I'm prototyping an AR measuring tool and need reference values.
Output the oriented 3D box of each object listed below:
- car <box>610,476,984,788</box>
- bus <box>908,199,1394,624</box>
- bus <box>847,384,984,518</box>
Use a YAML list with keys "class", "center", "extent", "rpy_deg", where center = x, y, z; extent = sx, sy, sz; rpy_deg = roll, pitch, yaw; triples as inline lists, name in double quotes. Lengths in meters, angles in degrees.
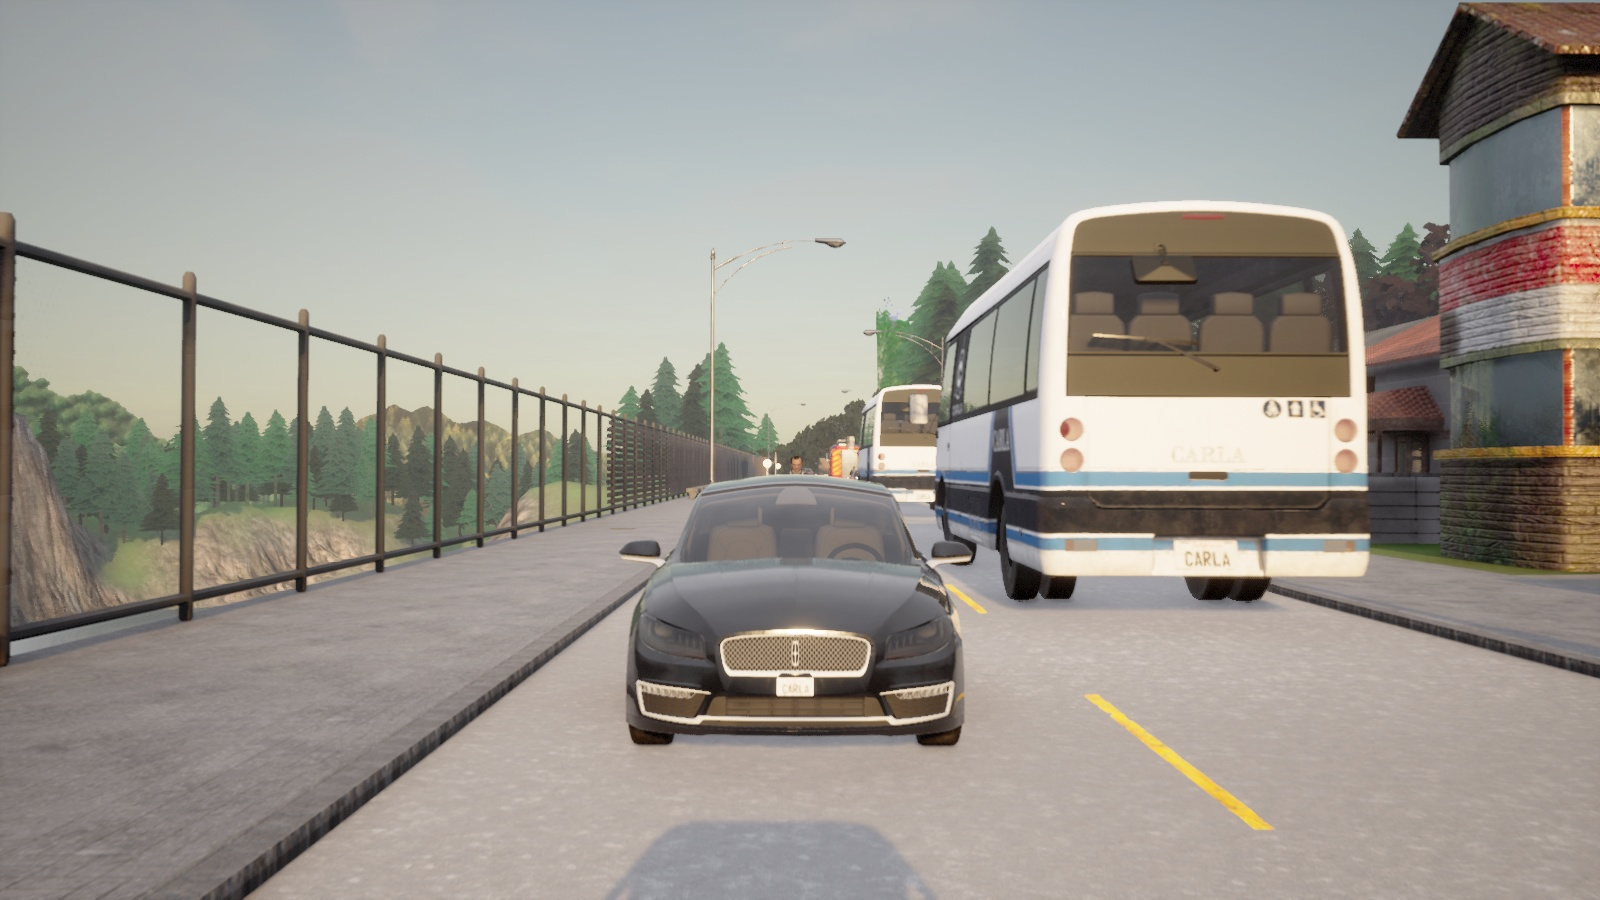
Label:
- class: "car"
  center: [-0.021, 0.947, 8.626]
  extent: [1.837, 1.490, 4.892]
  rpy_deg: [0, -1, 0]
- class: "bus"
  center: [3.953, -0.314, 17.725]
  extent: [3.944, 4.253, 10.273]
  rpy_deg: [0, -1, 0]
- class: "bus"
  center: [3.888, 0.100, 45.203]
  extent: [3.944, 4.253, 10.273]
  rpy_deg: [0, -1, 0]
